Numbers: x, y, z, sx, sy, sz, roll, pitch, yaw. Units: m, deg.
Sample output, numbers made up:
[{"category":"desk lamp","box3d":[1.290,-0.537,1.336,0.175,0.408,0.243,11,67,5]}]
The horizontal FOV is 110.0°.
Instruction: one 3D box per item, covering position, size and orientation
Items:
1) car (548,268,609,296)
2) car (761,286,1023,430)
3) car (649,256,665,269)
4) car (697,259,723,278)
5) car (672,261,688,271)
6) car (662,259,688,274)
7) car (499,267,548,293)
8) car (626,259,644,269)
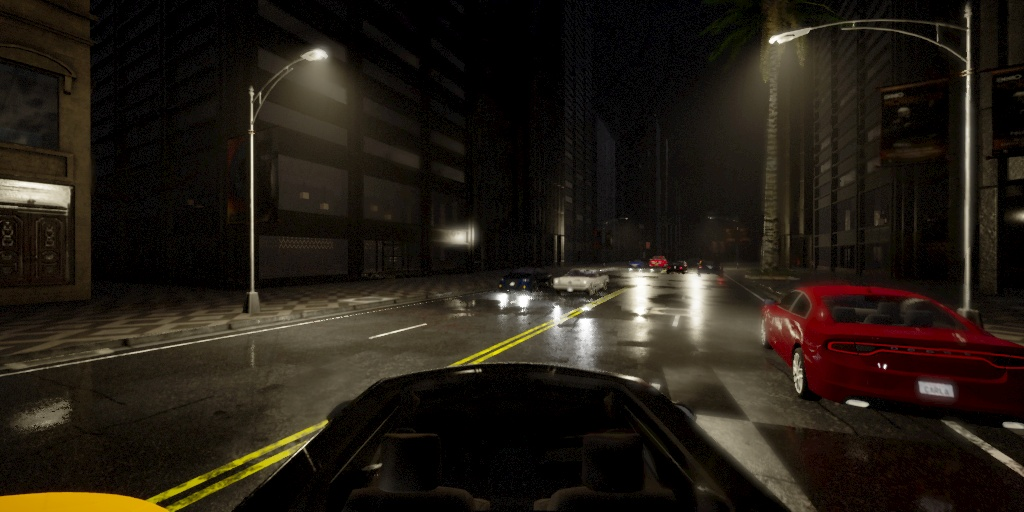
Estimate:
[{"category":"car","box3d":[3.849,1.353,19.560,1.895,1.301,4.718,0,0,27]},{"category":"car","box3d":[5.517,1.228,5.902,1.882,1.535,5.008,0,0,27]},{"category":"car","box3d":[23.529,1.011,57.687,2.150,2.045,5.566,0,0,28]},{"category":"car","box3d":[19.308,1.117,34.971,2.097,1.767,4.553,0,0,27]},{"category":"car","box3d":[23.563,1.379,50.290,1.895,1.301,4.718,0,0,27]},{"category":"car","box3d":[18.671,1.316,40.794,2.033,1.411,5.357,0,0,27]},{"category":"car","box3d":[0.914,1.316,20.957,1.994,1.385,4.181,0,0,27]},{"category":"car","box3d":[20.434,1.311,58.782,1.812,1.442,4.674,0,0,28]}]
